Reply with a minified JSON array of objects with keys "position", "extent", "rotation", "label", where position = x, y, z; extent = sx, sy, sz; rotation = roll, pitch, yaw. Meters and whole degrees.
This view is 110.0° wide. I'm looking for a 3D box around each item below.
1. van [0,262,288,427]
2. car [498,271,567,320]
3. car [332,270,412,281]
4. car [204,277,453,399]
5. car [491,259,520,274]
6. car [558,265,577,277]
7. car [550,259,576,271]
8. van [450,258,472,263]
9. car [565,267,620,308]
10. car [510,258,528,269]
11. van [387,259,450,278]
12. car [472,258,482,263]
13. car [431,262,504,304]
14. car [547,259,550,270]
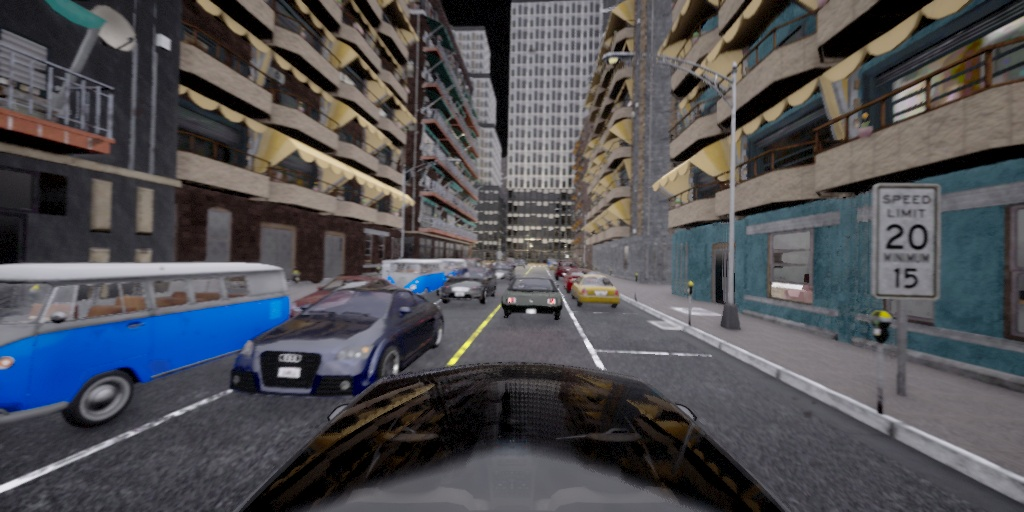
[{"position":[-5.188,0.982,5.194],"extent":[1.690,1.789,3.998],"rotation":[0,0,4],"label":"van"},{"position":[0.766,1.397,13.049],"extent":[1.895,1.301,4.718],"rotation":[1,0,4],"label":"car"},{"position":[-4.750,1.248,10.818],"extent":[1.802,1.307,4.207],"rotation":[0,0,4],"label":"car"},{"position":[-2.606,1.266,6.430],"extent":[1.994,1.385,4.181],"rotation":[1,0,4],"label":"car"},{"position":[-0.777,1.298,29.633],"extent":[2.128,1.511,4.902],"rotation":[1,0,5],"label":"car"},{"position":[3.980,1.438,21.452],"extent":[1.888,1.381,4.507],"rotation":[0,0,4],"label":"car"},{"position":[4.856,1.261,32.699],"extent":[2.192,1.841,5.009],"rotation":[0,0,4],"label":"car"},{"position":[-3.874,1.059,22.064],"extent":[1.690,1.789,3.998],"rotation":[0,0,4],"label":"van"},{"position":[3.556,1.392,15.999],"extent":[1.751,1.417,4.829],"rotation":[0,0,4],"label":"car"},{"position":[1.093,1.173,52.539],"extent":[1.895,1.301,4.718],"rotation":[1,0,4],"label":"car"},{"position":[-4.312,1.033,16.441],"extent":[1.690,1.789,3.998],"rotation":[0,0,4],"label":"van"},{"position":[-3.436,1.059,27.687],"extent":[2.192,1.841,5.009],"rotation":[0,0,4],"label":"car"},{"position":[-1.826,1.239,16.378],"extent":[2.128,1.511,4.902],"rotation":[1,0,5],"label":"car"},{"position":[6.621,1.582,55.361],"extent":[1.751,1.417,4.829],"rotation":[0,0,4],"label":"car"}]
